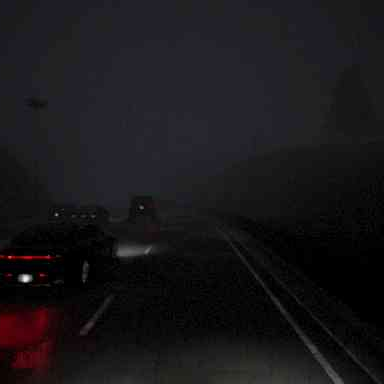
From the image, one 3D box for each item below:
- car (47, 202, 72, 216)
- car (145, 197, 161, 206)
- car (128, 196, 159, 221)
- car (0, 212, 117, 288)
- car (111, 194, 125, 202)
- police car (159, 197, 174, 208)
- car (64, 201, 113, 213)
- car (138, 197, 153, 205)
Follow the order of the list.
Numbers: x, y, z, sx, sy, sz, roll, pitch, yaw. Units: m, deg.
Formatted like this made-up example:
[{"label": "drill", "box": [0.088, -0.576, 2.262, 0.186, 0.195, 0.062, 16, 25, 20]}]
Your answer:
[{"label": "car", "box": [-11.365, 1.631, 29.652, 1.837, 1.490, 4.892, 0, 0, -6]}, {"label": "car", "box": [-7.310, 1.770, 62.214, 1.837, 1.490, 4.892, 0, 0, -20]}, {"label": "car", "box": [-4.193, 1.342, 28.620, 2.150, 2.045, 5.566, 0, 0, -5]}, {"label": "car", "box": [-3.439, 1.546, 9.319, 1.837, 1.490, 4.892, 0, 0, 0]}, {"label": "car", "box": [-18.900, 1.453, 84.390, 2.150, 2.045, 5.566, 0, 0, -31]}, {"label": "police car", "box": [-4.188, 1.649, 52.613, 1.930, 1.638, 5.238, 0, 0, -16]}, {"label": "car", "box": [-7.370, 1.652, 24.565, 2.033, 1.411, 5.357, 0, 0, -4]}, {"label": "car", "box": [-9.544, 1.767, 67.916, 1.882, 1.535, 5.008, 0, 0, -23]}]
